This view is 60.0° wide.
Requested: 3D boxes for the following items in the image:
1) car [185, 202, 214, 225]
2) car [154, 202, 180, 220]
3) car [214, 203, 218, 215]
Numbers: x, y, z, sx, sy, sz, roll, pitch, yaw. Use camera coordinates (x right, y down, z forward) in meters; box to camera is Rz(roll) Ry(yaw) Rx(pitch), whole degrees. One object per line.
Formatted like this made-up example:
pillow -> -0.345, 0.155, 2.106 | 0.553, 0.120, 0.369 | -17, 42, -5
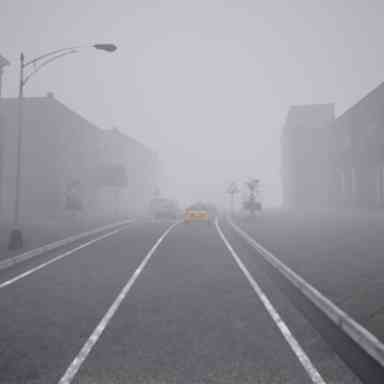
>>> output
car -> 0.492, 1.554, 24.521 | 1.801, 1.575, 5.366 | 0, -1, 3
car -> -2.251, 1.762, 31.012 | 1.837, 1.490, 4.892 | -1, -1, 5
car -> 2.272, 2.087, 42.228 | 1.837, 1.490, 4.892 | -1, -2, 8
